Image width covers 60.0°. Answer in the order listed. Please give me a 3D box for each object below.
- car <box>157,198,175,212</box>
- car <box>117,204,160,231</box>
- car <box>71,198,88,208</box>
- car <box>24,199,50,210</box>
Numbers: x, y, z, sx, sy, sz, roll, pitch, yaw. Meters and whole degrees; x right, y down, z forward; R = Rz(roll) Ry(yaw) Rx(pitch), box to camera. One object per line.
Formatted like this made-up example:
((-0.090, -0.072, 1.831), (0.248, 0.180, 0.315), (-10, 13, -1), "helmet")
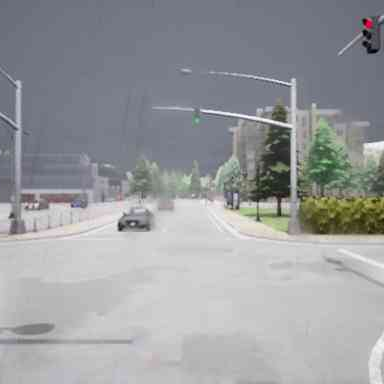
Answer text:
((-3.436, 1.651, 43.976), (2.097, 1.767, 4.553), (0, 0, 0), "car")
((-3.469, 1.710, 21.416), (1.994, 1.385, 4.181), (0, 0, 0), "car")
((-17.382, 1.721, 51.296), (1.845, 1.501, 3.633), (0, 0, 0), "car")
((-20.446, 1.682, 43.909), (1.970, 1.475, 3.806), (0, 0, 0), "car")
